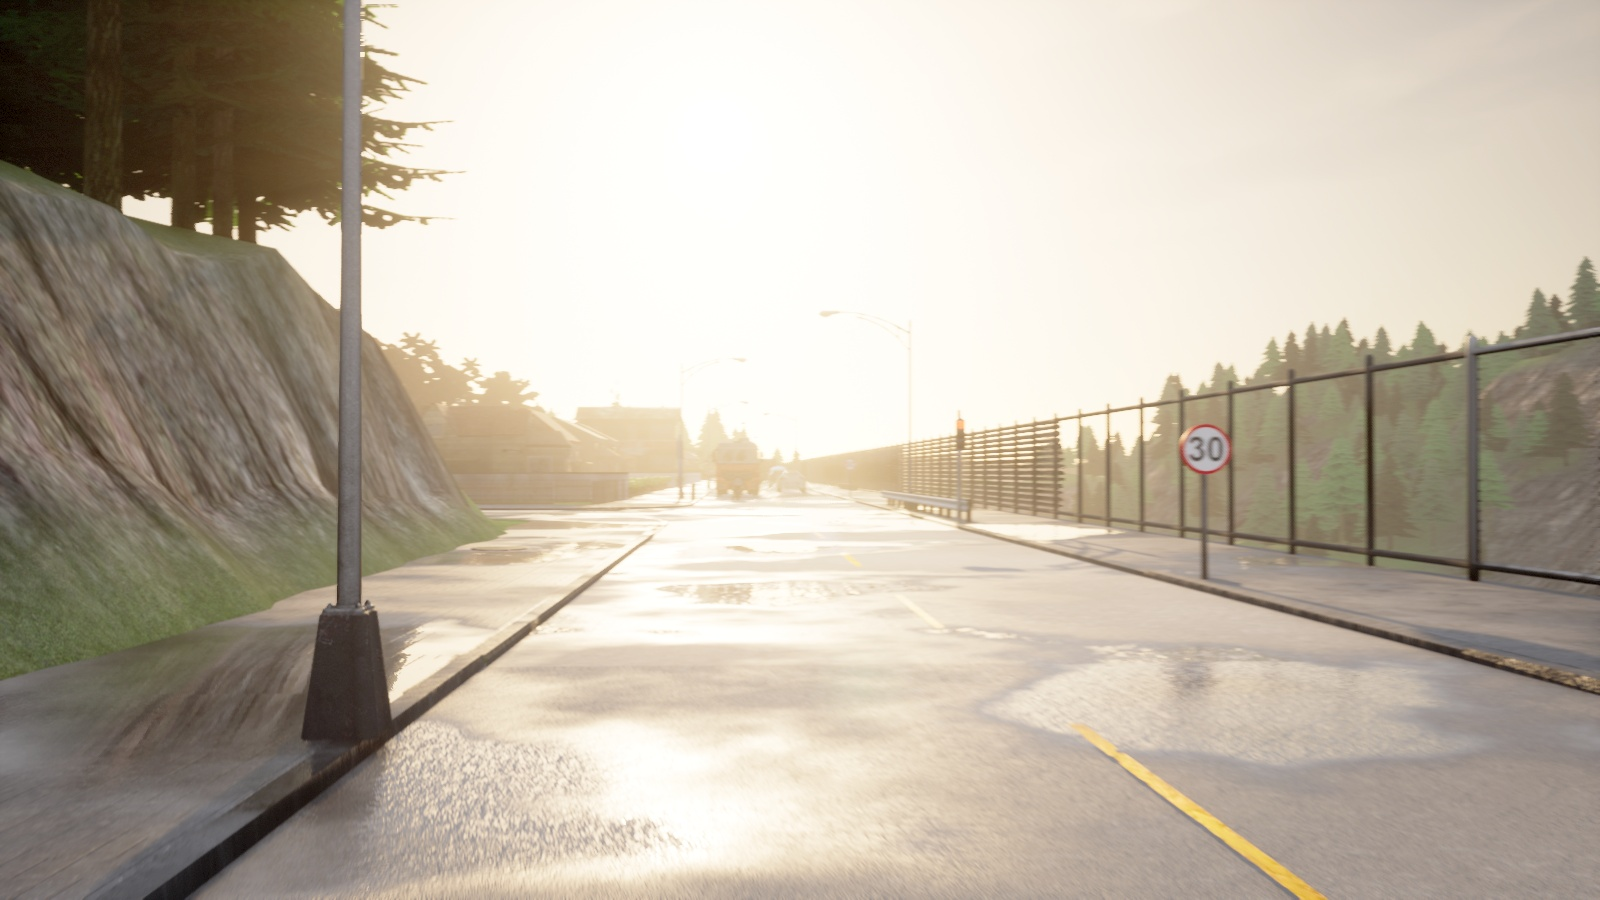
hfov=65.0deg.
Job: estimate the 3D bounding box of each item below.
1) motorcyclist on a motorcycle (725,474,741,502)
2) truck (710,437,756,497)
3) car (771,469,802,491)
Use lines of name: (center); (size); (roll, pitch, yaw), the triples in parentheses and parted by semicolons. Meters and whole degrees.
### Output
motorcyclist on a motorcycle: (-3.644, 2.068, 68.531); (0.866, 1.530, 2.191); (0, -1, -3)
truck: (-4.496, 1.149, 84.303); (2.891, 3.827, 8.468); (0, -1, -3)
car: (-1.038, 2.247, 94.646); (2.152, 1.651, 5.027); (0, -1, -3)
